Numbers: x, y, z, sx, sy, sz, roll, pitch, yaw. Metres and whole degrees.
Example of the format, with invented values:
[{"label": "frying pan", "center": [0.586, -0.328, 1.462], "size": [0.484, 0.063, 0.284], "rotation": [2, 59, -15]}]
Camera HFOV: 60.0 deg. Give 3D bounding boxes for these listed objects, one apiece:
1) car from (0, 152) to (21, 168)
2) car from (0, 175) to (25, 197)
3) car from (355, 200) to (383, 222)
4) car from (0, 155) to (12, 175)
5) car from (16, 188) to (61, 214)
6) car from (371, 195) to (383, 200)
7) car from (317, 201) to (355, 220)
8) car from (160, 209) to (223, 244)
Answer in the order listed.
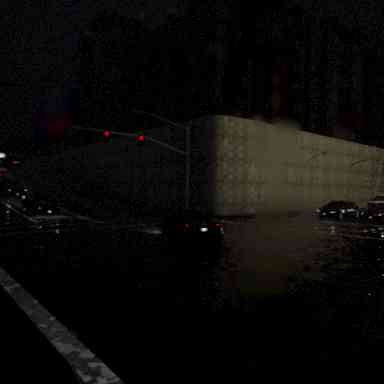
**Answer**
[{"label": "car", "center": [-27.939, -4.788, 51.654], "size": [2.128, 1.511, 4.902], "rotation": [0, 13, -39]}, {"label": "car", "center": [-18.514, -0.459, 34.389], "size": [1.895, 1.301, 4.718], "rotation": [0, 10, -40]}, {"label": "car", "center": [14.649, 1.570, 25.415], "size": [4.674, 1.442, 1.812], "rotation": [0, 0, -39]}, {"label": "car", "center": [-24.882, -2.969, 42.133], "size": [2.150, 2.045, 5.566], "rotation": [1, 13, -39]}, {"label": "car", "center": [-12.239, 0.831, 26.764], "size": [2.033, 1.411, 5.357], "rotation": [0, 5, -40]}, {"label": "car", "center": [20.077, 1.286, 34.386], "size": [5.566, 2.045, 2.150], "rotation": [0, 0, -39]}, {"label": "car", "center": [12.454, 1.511, 28.140], "size": [4.892, 1.490, 1.837], "rotation": [0, 0, -39]}, {"label": "car", "center": [-0.146, 1.484, 15.419], "size": [1.994, 1.385, 4.181], "rotation": [1, 0, -18]}]
